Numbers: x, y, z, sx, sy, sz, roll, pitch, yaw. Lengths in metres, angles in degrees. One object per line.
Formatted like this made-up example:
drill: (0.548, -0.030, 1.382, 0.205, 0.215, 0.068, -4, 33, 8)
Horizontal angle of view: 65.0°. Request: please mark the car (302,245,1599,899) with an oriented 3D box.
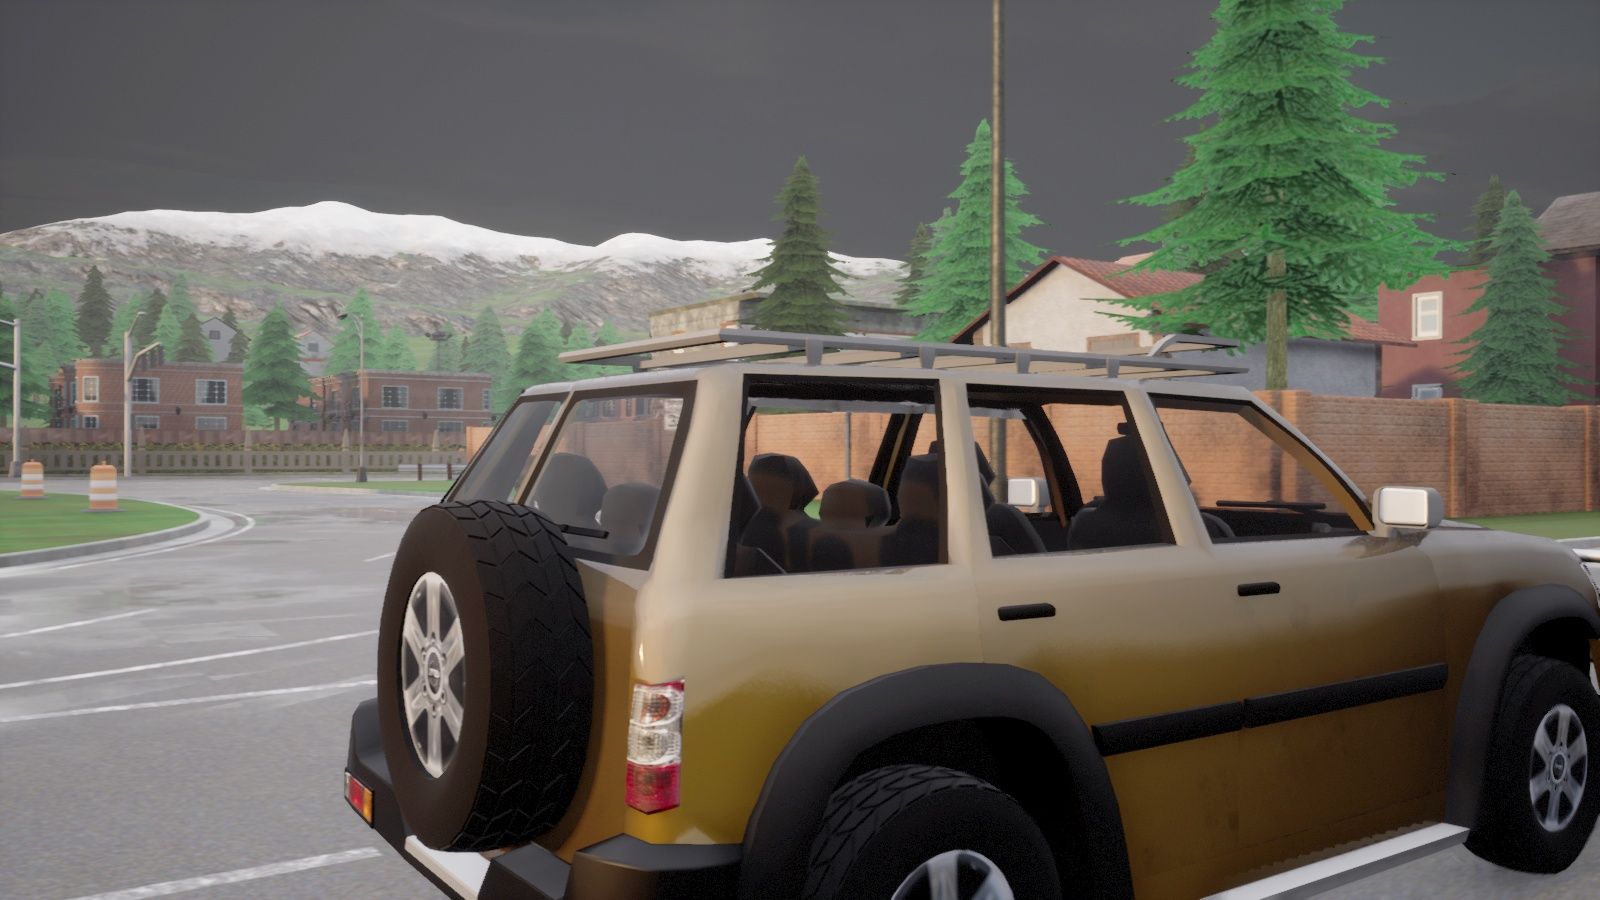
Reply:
car: (0.939, 0.570, 4.313, 4.605, 1.855, 1.932, 0, 0, -35)
